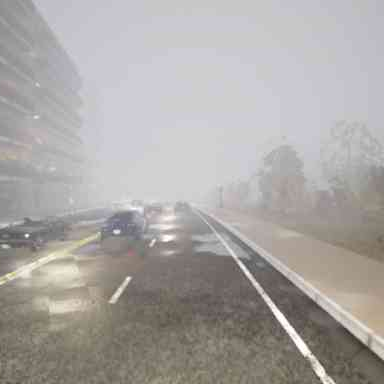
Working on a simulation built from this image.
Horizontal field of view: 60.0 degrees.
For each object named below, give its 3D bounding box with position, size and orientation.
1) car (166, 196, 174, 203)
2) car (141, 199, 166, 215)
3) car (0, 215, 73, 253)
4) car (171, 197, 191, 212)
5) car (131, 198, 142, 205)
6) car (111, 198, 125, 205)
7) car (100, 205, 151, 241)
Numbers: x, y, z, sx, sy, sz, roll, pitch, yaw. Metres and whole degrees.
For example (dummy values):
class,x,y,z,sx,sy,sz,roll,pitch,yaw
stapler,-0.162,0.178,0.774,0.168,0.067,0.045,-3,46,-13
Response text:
class,x,y,z,sx,sy,sz,roll,pitch,yaw
car,-5.013,1.636,76.548,2.097,1.767,4.553,0,0,-8
car,-4.174,1.753,36.450,1.895,1.301,4.718,0,0,-3
car,-6.765,1.674,14.210,1.895,1.301,4.718,0,0,-1
car,-1.214,1.725,40.939,1.994,1.385,4.181,0,0,-4
car,-9.078,1.722,55.352,2.128,1.511,4.902,0,0,-5
car,-12.448,1.769,56.639,1.812,1.442,4.674,0,0,-5
car,-3.382,1.603,16.994,1.812,1.442,4.674,0,0,-1
